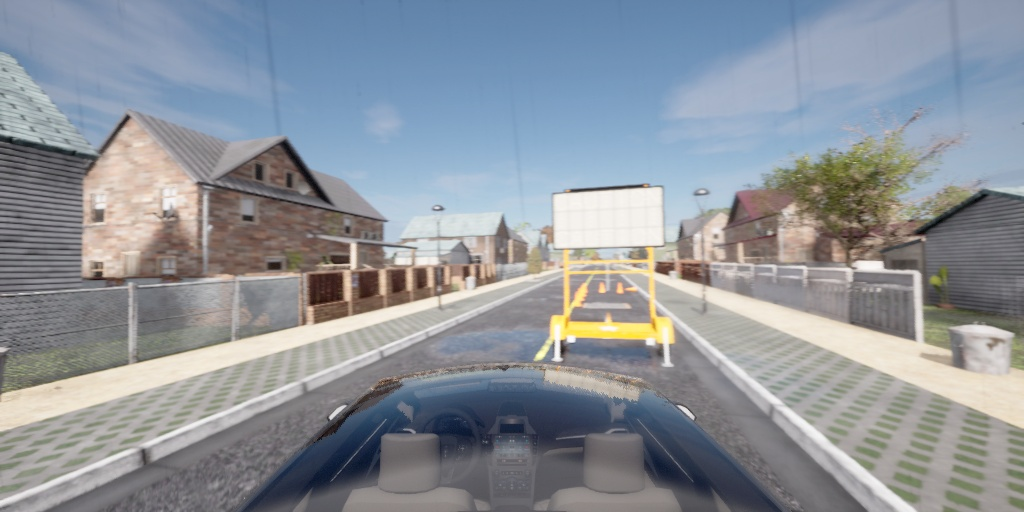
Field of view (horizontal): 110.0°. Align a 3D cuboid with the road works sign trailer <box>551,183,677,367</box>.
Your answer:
[{"bbox_3d":[2.201,0.240,8.100,2.380,3.560,2.880,0,0,14],"label":"road works sign trailer"}]
